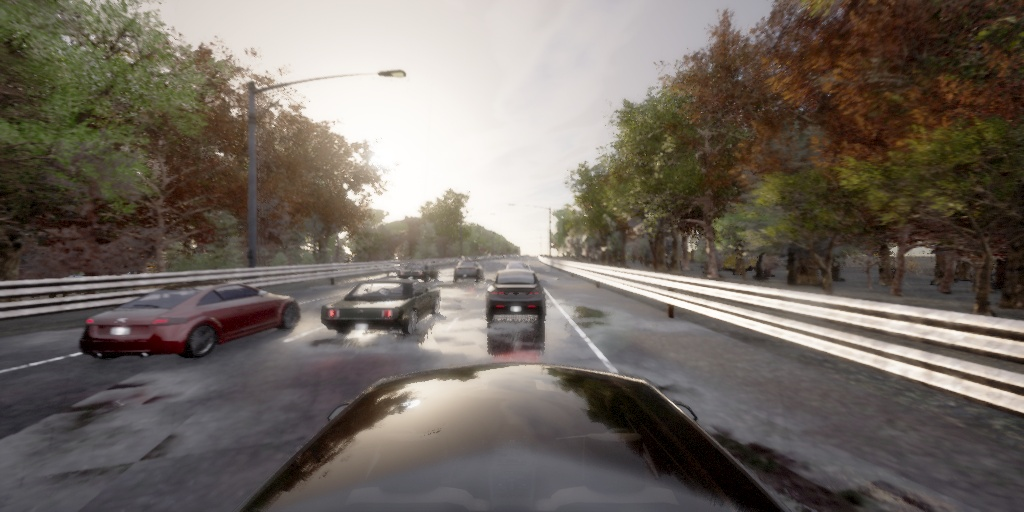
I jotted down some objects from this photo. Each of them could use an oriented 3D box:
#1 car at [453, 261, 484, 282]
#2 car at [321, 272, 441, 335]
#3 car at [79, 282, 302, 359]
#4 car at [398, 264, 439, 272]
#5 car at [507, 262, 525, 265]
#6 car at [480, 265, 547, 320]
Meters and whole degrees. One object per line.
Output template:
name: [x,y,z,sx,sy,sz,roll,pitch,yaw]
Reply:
car: [-3.205,1.139,27.141,2.128,1.511,4.902,0,0,1]
car: [-3.386,1.319,10.362,1.895,1.301,4.718,0,0,1]
car: [-6.906,1.289,8.347,1.994,1.385,4.181,0,0,1]
car: [-6.692,1.235,26.275,1.895,1.301,4.718,1,-1,1]
car: [0.308,1.168,28.118,1.812,1.442,4.674,0,0,1]
car: [0.133,1.216,12.365,1.837,1.490,4.892,0,0,1]
